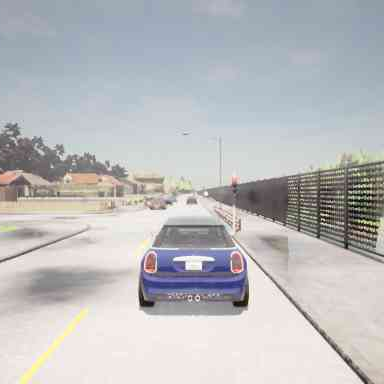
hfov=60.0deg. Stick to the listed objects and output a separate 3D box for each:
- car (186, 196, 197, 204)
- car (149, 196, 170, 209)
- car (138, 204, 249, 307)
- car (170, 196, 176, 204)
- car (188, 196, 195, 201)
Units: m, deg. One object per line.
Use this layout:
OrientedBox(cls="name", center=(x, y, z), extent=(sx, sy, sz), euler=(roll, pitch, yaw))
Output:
OrientedBox(cls="car", center=(-0.028, 1.525, 63.150), extent=(1.812, 1.442, 4.674), euler=(0, 0, 0))
OrientedBox(cls="car", center=(-4.174, 1.526, 41.428), extent=(1.812, 1.442, 4.674), euler=(0, 0, 0))
OrientedBox(cls="car", center=(0.038, 1.352, 8.138), extent=(2.097, 1.767, 4.553), euler=(0, 0, 0))
OrientedBox(cls="car", center=(-4.191, 1.600, 55.208), extent=(1.895, 1.301, 4.718), euler=(0, 0, 0))
OrientedBox(cls="car", center=(-0.162, 1.595, 86.667), extent=(1.895, 1.301, 4.718), euler=(0, 0, 0))
